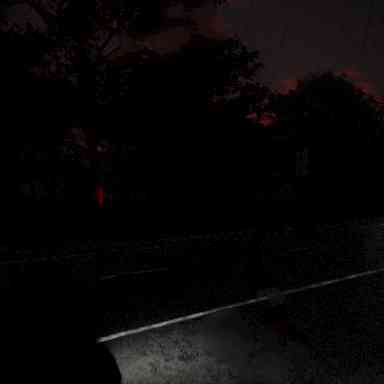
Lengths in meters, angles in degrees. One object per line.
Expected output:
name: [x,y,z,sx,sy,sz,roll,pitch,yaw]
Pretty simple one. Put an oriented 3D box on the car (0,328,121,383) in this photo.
car: [-2.654,1.522,1.759,4.674,1.442,1.812,0,0,-36]
